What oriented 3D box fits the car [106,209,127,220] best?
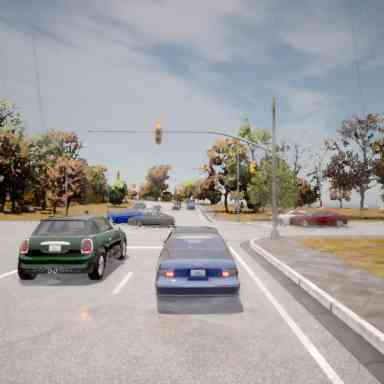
[{"bbox_3d":[-10.773,3.204,47.571,2.033,1.411,5.357,0,-2,-3],"label":"car"}]

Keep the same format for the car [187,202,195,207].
[{"bbox_3d":[-0.356,3.296,87.934,1.994,1.385,4.181,0,0,-4],"label":"car"}]

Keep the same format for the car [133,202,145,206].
[{"bbox_3d":[-10.704,3.197,68.205,2.150,2.045,5.566,0,0,0],"label":"car"}]

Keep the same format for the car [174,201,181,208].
[{"bbox_3d":[-3.854,3.240,87.838,1.837,1.490,4.892,0,0,-4],"label":"car"}]

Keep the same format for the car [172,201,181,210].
[{"bbox_3d":[-3.731,3.531,77.806,1.895,1.301,4.718,0,0,0],"label":"car"}]

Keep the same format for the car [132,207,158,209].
[{"bbox_3d":[-6.322,2.533,33.302,5.008,1.535,1.882,0,-3,3],"label":"car"}]

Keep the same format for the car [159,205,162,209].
[{"bbox_3d":[-7.215,3.481,67.950,1.837,1.490,4.892,0,0,0],"label":"car"}]

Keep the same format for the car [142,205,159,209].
[{"bbox_3d":[-7.251,3.427,57.660,1.812,1.442,4.674,0,-1,0],"label":"car"}]

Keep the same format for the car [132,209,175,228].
[{"bbox_3d":[-3.544,2.451,29.647,4.181,1.385,1.994,0,-3,2],"label":"car"}]

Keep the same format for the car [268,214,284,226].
[{"bbox_3d":[9.982,2.568,33.051,4.674,1.442,1.812,0,-3,-1],"label":"car"}]

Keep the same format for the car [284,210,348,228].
[{"bbox_3d":[11.213,2.360,29.586,5.008,1.535,1.882,0,-3,-1],"label":"car"}]

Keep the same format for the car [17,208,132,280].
[{"bbox_3d":[-3.447,1.485,10.487,2.097,1.767,4.553,0,-1,0],"label":"car"}]

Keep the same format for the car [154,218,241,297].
[{"bbox_3d":[0.066,1.645,8.873,2.033,1.411,5.357,0,-1,-1],"label":"car"}]

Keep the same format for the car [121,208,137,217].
[{"bbox_3d":[-10.754,3.499,57.448,1.895,1.301,4.718,0,-1,0],"label":"car"}]

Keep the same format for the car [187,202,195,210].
[{"bbox_3d":[-0.231,3.459,77.751,1.812,1.442,4.674,0,0,0],"label":"car"}]
